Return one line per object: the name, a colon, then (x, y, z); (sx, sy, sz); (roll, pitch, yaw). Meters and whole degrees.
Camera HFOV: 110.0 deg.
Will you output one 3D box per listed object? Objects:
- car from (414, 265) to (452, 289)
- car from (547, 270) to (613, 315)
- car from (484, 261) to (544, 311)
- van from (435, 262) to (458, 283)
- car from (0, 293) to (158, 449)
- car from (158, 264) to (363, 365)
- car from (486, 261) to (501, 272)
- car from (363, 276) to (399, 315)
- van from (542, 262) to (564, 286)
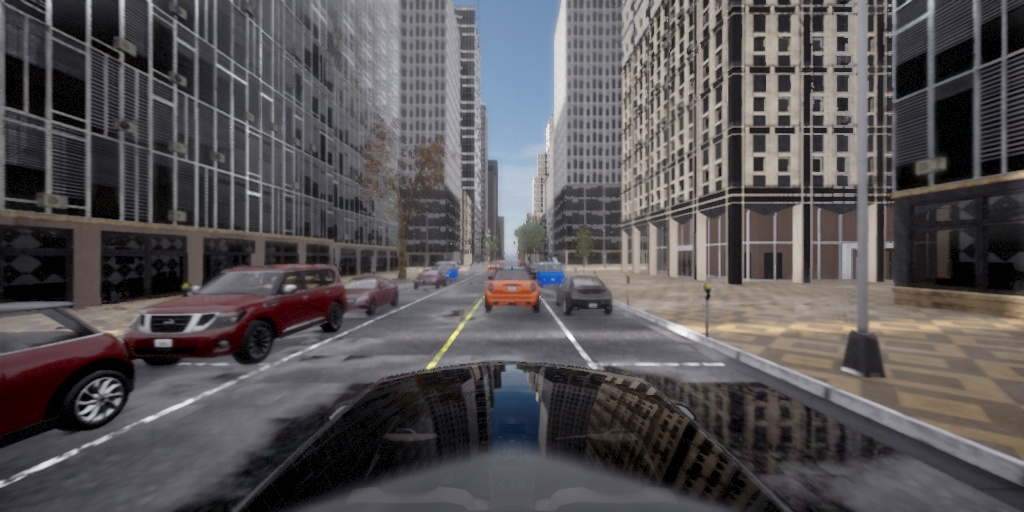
car: (-5.695, 1.569, 25.423); (1.802, 1.307, 4.207); (0, 0, 0)
car: (2.688, 1.424, 14.056); (2.007, 1.370, 4.403); (0, 0, 0)
car: (0.016, 1.237, 15.244); (2.097, 1.767, 4.553); (0, -1, 0)
van: (-5.695, 1.383, 31.106); (1.690, 1.789, 3.998); (0, 0, 0)
car: (-5.692, 1.200, 2.688); (1.967, 1.591, 4.097); (0, 0, 0)
car: (-5.693, 1.131, 8.372); (2.192, 1.841, 5.009); (0, 0, 0)
car: (-3.026, 1.665, 59.454); (2.097, 1.767, 4.553); (0, 0, 0)
car: (-5.694, 1.456, 14.055); (1.802, 1.307, 4.207); (0, 0, 0)
van: (2.685, 1.328, 25.424); (1.690, 1.789, 3.998); (0, 0, 0)
